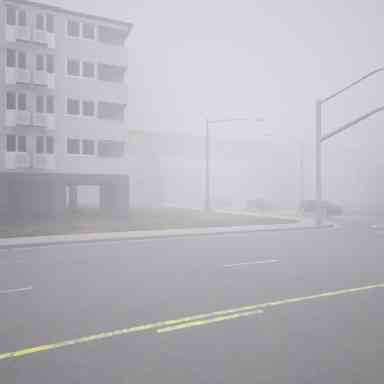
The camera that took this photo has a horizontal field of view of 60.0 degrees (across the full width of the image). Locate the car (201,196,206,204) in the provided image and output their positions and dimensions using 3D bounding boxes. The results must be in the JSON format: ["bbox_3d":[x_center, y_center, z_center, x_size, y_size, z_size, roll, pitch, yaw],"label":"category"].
[{"bbox_3d":[2.728,1.505,61.448,1.837,1.490,4.892,0,0,3],"label":"car"}]

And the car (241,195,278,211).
[{"bbox_3d":[8.803,1.491,42.015,2.128,1.511,4.902,0,0,-25],"label":"car"}]

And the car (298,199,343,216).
[{"bbox_3d":[12.834,1.505,33.440,1.837,1.490,4.892,0,0,-25],"label":"car"}]

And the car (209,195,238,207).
[{"bbox_3d":[4.676,1.505,51.310,1.837,1.490,4.892,0,0,-21],"label":"car"}]

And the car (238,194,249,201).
[{"bbox_3d":[11.407,1.540,75.339,2.033,1.411,5.357,0,0,41],"label":"car"}]
